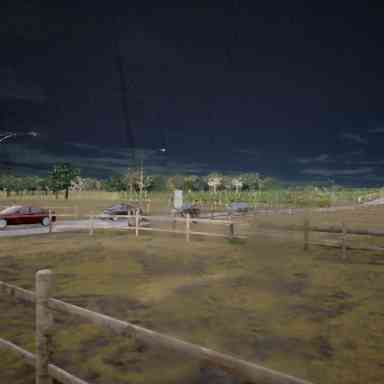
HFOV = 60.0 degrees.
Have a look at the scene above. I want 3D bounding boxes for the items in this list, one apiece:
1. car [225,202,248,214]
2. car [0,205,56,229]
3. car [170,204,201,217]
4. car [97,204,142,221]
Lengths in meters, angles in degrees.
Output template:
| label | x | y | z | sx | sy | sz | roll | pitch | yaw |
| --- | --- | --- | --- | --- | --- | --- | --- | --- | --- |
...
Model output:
| label | x | y | z | sx | sy | sz | roll | pitch | yaw |
| --- | --- | --- | --- | --- | --- | --- | --- | --- | --- |
| car | 6.920 | 2.403 | 51.559 | 2.097 | 1.767 | 4.553 | 1 | -1 | 36 |
| car | -12.478 | 1.723 | 24.245 | 1.882 | 1.535 | 5.008 | 1 | -1 | 36 |
| car | -0.789 | 2.197 | 40.748 | 2.128 | 1.511 | 4.902 | 1 | -1 | 35 |
| car | -6.905 | 1.958 | 32.085 | 1.837 | 1.490 | 4.892 | 1 | -1 | 35 |
